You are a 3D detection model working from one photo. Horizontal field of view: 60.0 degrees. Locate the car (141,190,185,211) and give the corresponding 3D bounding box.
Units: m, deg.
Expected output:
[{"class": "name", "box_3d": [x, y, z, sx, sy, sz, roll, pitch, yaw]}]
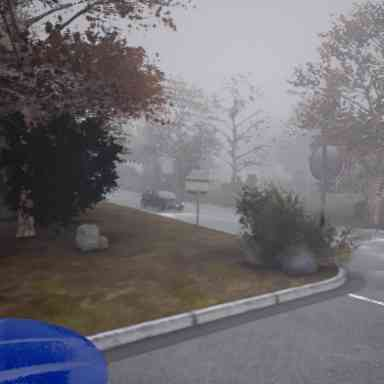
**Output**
[{"class": "car", "box_3d": [-2.345, 0.613, 25.980, 1.837, 1.490, 4.892, 2, 2, -33]}]
